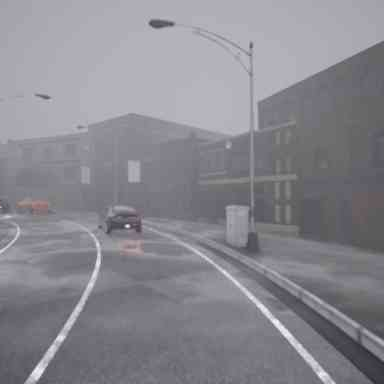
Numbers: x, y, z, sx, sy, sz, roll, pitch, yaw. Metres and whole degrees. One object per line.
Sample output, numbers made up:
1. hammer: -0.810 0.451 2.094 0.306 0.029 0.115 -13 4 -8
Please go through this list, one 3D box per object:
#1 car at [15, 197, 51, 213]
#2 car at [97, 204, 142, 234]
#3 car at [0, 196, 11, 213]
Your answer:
1. car: -16.948 1.265 35.359 4.553 1.767 2.097 0 0 40
2. car: -4.244 1.477 19.146 1.837 1.490 4.892 1 0 -24
3. car: -20.635 1.084 33.712 5.566 2.045 2.150 1 -1 35
